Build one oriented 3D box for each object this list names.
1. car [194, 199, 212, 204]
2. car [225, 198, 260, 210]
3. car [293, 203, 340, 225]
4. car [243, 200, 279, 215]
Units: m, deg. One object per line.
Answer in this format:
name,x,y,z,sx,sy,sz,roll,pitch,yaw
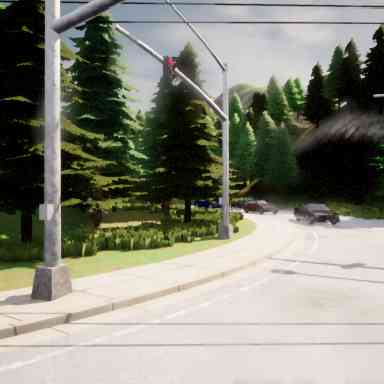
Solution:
car,2.225,1.478,43.626,1.882,1.535,5.008,0,0,-33
car,6.506,1.505,43.574,1.837,1.490,4.892,0,0,-31
car,9.025,1.547,24.582,2.033,1.411,5.357,0,0,1
car,7.048,1.526,34.579,1.812,1.442,4.674,0,0,-21
